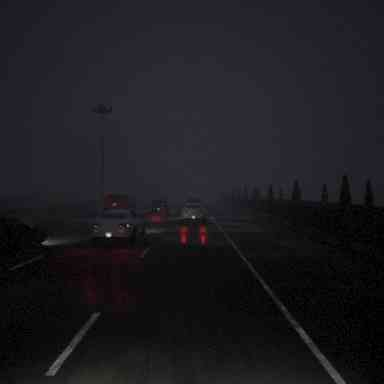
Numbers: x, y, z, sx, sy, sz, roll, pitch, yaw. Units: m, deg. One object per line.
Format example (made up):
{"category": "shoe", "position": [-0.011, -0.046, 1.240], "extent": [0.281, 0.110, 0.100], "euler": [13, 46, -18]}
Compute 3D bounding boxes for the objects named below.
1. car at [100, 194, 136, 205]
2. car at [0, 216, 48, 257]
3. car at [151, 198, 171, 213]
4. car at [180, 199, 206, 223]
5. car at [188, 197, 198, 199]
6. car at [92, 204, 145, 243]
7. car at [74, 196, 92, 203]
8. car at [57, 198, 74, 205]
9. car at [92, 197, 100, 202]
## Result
{"category": "car", "position": [-6.899, 1.198, 32.309], "extent": [2.150, 2.045, 5.566], "euler": [0, 0, 0]}
{"category": "car", "position": [-6.899, 1.539, 11.364], "extent": [2.033, 1.411, 5.357], "euler": [0, 0, 0]}
{"category": "car", "position": [-3.400, 1.479, 36.440], "extent": [1.837, 1.490, 4.892], "euler": [0, 0, 0]}
{"category": "car", "position": [0.104, 1.508, 25.234], "extent": [1.812, 1.442, 4.674], "euler": [0, 0, 0]}
{"category": "car", "position": [0.102, 1.474, 42.843], "extent": [1.837, 1.490, 4.892], "euler": [0, 0, 0]}
{"category": "car", "position": [-3.399, 1.514, 15.865], "extent": [1.812, 1.442, 4.674], "euler": [0, 0, 0]}
{"category": "car", "position": [-17.503, 1.439, 55.575], "extent": [1.882, 1.535, 5.008], "euler": [0, 0, 0]}
{"category": "car", "position": [-20.998, 1.627, 56.024], "extent": [1.895, 1.301, 4.718], "euler": [0, 0, 0]}
{"category": "car", "position": [-14.026, 1.439, 53.594], "extent": [1.882, 1.535, 5.008], "euler": [0, 0, 1]}
